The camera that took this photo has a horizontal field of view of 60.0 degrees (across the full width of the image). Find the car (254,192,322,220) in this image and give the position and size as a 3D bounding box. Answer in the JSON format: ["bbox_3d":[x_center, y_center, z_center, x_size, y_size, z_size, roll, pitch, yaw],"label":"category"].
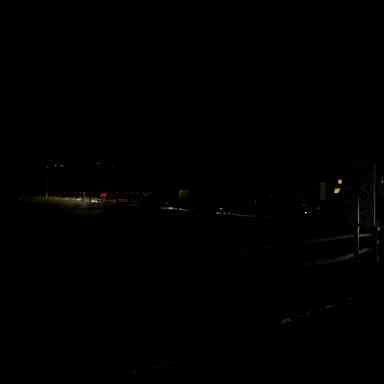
[{"bbox_3d":[7.497,1.044,26.627,2.150,2.045,5.566,1,0,-36],"label":"car"}]

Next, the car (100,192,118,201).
[{"bbox_3d":[-15.939,0.738,63.675,2.097,1.767,4.553,1,0,-34],"label":"car"}]

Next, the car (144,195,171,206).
[{"bbox_3d":[-4.522,1.102,43.080,2.128,1.511,4.902,1,0,-36],"label":"car"}]

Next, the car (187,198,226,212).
[{"bbox_3d":[1.588,1.320,34.704,1.895,1.301,4.718,1,0,-36],"label":"car"}]
